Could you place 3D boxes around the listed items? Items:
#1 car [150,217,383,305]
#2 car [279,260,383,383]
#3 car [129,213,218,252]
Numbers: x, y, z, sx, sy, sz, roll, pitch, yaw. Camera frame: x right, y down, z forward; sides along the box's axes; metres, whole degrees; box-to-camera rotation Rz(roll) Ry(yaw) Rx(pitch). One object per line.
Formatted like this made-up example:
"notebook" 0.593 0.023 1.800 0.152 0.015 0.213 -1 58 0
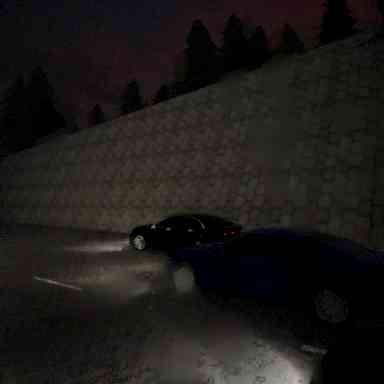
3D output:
"car" 1.678 1.504 7.094 5.008 1.535 1.882 -1 0 35
"car" 3.345 1.529 1.606 5.357 1.411 2.033 -1 0 35
"car" -0.315 1.580 12.812 4.892 1.490 1.837 -1 0 35
